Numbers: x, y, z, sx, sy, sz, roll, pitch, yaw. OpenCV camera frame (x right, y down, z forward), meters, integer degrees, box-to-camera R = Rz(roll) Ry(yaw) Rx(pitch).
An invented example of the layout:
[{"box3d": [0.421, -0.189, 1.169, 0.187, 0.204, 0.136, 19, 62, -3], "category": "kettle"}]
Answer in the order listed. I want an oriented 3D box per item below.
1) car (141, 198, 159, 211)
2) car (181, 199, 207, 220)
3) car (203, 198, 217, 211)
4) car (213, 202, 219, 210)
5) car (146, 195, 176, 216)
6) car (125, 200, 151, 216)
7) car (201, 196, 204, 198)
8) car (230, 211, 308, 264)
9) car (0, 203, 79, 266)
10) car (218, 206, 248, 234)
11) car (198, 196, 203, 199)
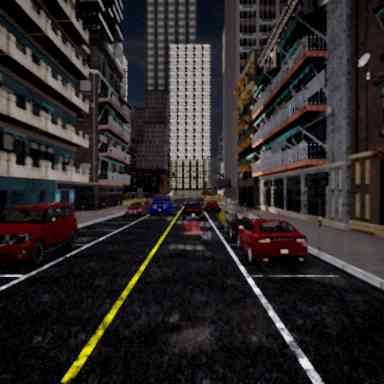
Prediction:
[{"box3d": [-5.666, 1.652, 45.065, 1.967, 1.590, 4.097, -1, 0, 0], "category": "car"}, {"box3d": [0.114, 1.645, 29.850, 1.837, 1.490, 4.892, 0, 0, 0], "category": "car"}, {"box3d": [2.715, 1.757, 45.044, 1.887, 1.381, 4.507, -1, 0, 0], "category": "car"}, {"box3d": [2.698, 1.633, 23.120, 1.752, 1.417, 4.829, -1, 0, 0], "category": "car"}, {"box3d": [-3.075, 1.383, 34.623, 2.150, 2.045, 5.566, 0, 0, 0], "category": "car"}, {"box3d": [-5.674, 1.741, 34.017, 1.802, 1.307, 4.206, -1, 0, 0], "category": "car"}, {"box3d": [2.724, 1.792, 56.261, 1.752, 1.417, 4.829, -1, 0, 0], "category": "car"}, {"box3d": [2.690, 1.600, 11.903, 1.887, 1.381, 4.507, -1, 0, 0], "category": "car"}, {"box3d": [-5.694, 1.371, 11.924, 2.192, 1.841, 5.009, -1, 0, 0], "category": "car"}, {"box3d": [2.694, 1.632, 17.426, 2.008, 1.369, 4.403, -1, 0, 0], "category": "car"}, {"box3d": [0.115, 1.674, 41.772, 1.882, 1.535, 5.008, 0, 0, 0], "category": "car"}]
